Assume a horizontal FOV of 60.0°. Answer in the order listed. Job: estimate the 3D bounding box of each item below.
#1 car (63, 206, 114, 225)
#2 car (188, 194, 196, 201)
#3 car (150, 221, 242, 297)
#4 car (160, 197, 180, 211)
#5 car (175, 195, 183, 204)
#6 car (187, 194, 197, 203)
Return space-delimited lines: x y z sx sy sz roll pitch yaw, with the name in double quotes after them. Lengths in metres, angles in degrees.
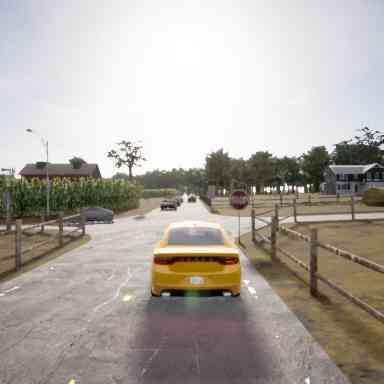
-8.392 1.848 26.683 4.181 1.385 1.994 -1 -2 -25 "car"
0.008 1.249 80.877 1.882 1.535 5.008 0 0 0 "car"
0.063 1.481 8.638 1.882 1.535 5.008 0 0 -1 "car"
-2.848 1.579 41.304 1.895 1.301 4.718 0 0 0 "car"
-2.823 1.565 53.641 1.895 1.301 4.718 0 0 0 "car"
0.004 1.440 70.447 1.837 1.490 4.892 0 0 0 "car"
